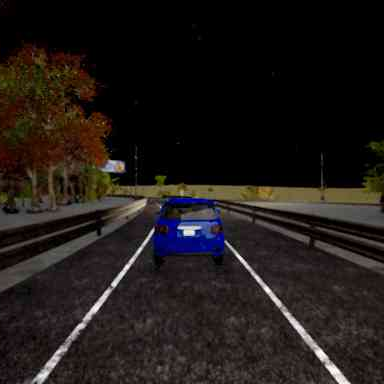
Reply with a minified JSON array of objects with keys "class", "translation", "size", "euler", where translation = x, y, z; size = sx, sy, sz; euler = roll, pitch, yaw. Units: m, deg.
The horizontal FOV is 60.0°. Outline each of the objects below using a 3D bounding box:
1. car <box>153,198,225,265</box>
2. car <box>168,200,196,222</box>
[{"class":"car","translation":[-0.126,1.229,11.917],"size":[2.150,2.045,5.566],"euler":[0,0,-1]},{"class":"car","translation":[-0.899,1.520,28.090],"size":[2.128,1.511,4.902],"euler":[0,0,-4]}]
